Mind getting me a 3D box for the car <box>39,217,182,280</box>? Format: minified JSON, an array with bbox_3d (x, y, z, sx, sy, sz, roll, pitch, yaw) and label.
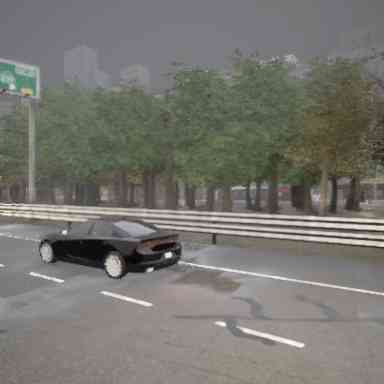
[{"bbox_3d":[-2.622,1.494,10.042,5.008,1.535,1.882,0,0,36],"label":"car"}]
